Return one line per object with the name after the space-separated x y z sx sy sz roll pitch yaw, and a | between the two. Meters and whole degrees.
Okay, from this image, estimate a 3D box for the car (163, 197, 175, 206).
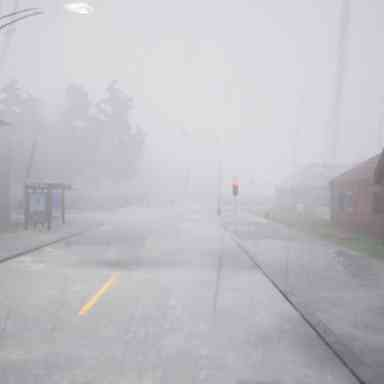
-4.043 1.621 58.600 1.812 1.442 4.674 0 0 0 | car
